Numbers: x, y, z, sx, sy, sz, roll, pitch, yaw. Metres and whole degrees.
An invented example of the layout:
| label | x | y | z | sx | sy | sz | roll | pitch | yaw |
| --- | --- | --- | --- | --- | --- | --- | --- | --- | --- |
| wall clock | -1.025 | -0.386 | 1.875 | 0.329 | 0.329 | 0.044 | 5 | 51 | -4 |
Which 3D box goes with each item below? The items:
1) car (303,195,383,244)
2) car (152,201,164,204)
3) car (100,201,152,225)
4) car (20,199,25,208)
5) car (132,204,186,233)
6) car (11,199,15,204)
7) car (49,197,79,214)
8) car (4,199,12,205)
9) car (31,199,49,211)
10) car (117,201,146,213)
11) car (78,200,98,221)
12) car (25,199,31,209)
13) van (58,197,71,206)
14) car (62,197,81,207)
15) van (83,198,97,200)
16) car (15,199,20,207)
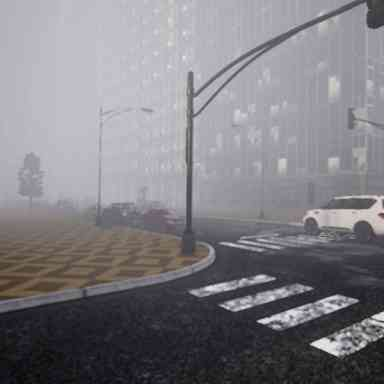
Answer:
| label | x | y | z | sx | sy | sz | roll | pitch | yaw |
| --- | --- | --- | --- | --- | --- | --- | --- | --- | --- |
| car | 7.668 | 1.203 | 15.721 | 2.150 | 2.045 | 5.566 | 1 | -2 | -19 |
| car | -4.590 | 1.751 | 38.544 | 1.967 | 1.590 | 4.097 | 0 | -1 | -35 |
| car | -4.947 | 1.531 | 24.428 | 1.967 | 1.590 | 4.097 | 0 | -1 | -35 |
| car | -27.738 | 2.017 | 57.035 | 1.887 | 1.381 | 4.507 | 0 | -1 | -35 |
| car | -1.691 | 1.618 | 19.768 | 1.802 | 1.307 | 4.206 | 0 | -1 | -35 |
| car | -34.250 | 2.163 | 66.351 | 1.802 | 1.307 | 4.206 | 0 | -1 | -35 |
| car | -14.715 | 1.694 | 38.403 | 1.967 | 1.590 | 4.097 | 0 | -1 | -35 |
| car | -40.762 | 2.240 | 75.668 | 2.008 | 1.369 | 4.403 | 0 | -1 | -35 |
| car | -21.227 | 1.914 | 47.718 | 2.008 | 1.369 | 4.403 | 0 | -1 | -35 |
| car | -7.943 | 1.893 | 43.340 | 1.752 | 1.417 | 4.829 | 0 | -1 | -35 |
| car | -8.106 | 1.669 | 28.946 | 1.752 | 1.417 | 4.829 | 0 | -1 | -35 |
| car | -24.482 | 1.983 | 52.376 | 1.947 | 1.339 | 4.313 | 0 | -1 | -35 |
| van | -27.381 | 2.034 | 71.153 | 1.690 | 1.788 | 3.998 | 0 | -1 | -35 |
| car | -24.126 | 1.953 | 66.495 | 2.192 | 1.841 | 5.009 | 0 | -1 | -35 |
| van | -17.614 | 1.870 | 57.178 | 1.690 | 1.788 | 3.998 | 0 | -1 | -35 |
| car | -30.995 | 2.077 | 61.693 | 2.008 | 1.369 | 4.403 | 0 | -1 | -35 |
